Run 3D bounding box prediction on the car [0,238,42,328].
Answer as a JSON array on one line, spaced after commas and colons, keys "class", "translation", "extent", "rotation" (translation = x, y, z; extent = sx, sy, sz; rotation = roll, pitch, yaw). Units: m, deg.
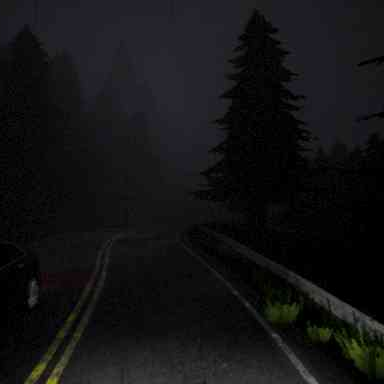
[{"class": "car", "translation": [-3.728, 1.506, 4.784], "extent": [1.837, 1.490, 4.892], "rotation": [0, 0, -6]}]
